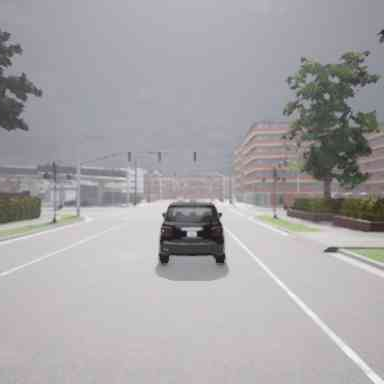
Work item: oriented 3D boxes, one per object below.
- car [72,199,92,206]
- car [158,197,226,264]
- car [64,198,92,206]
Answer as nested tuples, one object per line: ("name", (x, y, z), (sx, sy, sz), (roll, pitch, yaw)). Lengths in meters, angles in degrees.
("car", (-24.019, 2.207, 72.798), (3.806, 1.475, 1.970), (0, -1, 1))
("car", (0.009, 1.356, 12.560), (2.150, 2.045, 5.566), (0, 0, 0))
("car", (-23.303, 1.987, 67.049), (4.611, 1.667, 2.242), (0, -1, 1))
